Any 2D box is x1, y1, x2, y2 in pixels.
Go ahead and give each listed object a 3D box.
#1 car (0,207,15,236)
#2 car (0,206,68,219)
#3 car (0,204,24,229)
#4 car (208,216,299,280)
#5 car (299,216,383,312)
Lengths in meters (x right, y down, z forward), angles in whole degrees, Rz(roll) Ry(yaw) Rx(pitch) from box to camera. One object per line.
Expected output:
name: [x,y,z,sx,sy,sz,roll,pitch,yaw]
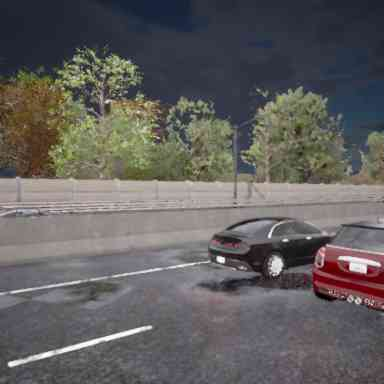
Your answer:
car: [-11.628,1.565,17.193,4.181,1.385,1.994,0,0,-35]
car: [-8.203,1.489,15.336,4.902,1.511,2.128,0,0,-35]
car: [-13.083,1.525,20.438,4.674,1.442,1.812,0,0,-36]
car: [2.717,1.493,9.980,4.892,1.490,1.837,0,0,-35]
car: [4.636,1.340,7.052,4.553,1.767,2.097,0,0,-35]
